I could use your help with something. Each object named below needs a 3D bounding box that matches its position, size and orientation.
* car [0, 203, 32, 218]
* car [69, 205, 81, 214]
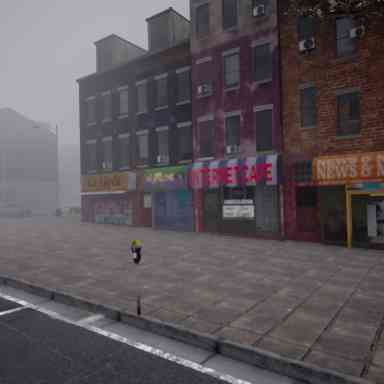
[{"bbox_3d":[-16.207,1.630,28.923,1.994,1.385,4.181,-2,-1,36],"label":"car"},{"bbox_3d":[-10.755,1.608,36.514,2.033,1.411,5.357,-2,-1,35],"label":"car"}]
